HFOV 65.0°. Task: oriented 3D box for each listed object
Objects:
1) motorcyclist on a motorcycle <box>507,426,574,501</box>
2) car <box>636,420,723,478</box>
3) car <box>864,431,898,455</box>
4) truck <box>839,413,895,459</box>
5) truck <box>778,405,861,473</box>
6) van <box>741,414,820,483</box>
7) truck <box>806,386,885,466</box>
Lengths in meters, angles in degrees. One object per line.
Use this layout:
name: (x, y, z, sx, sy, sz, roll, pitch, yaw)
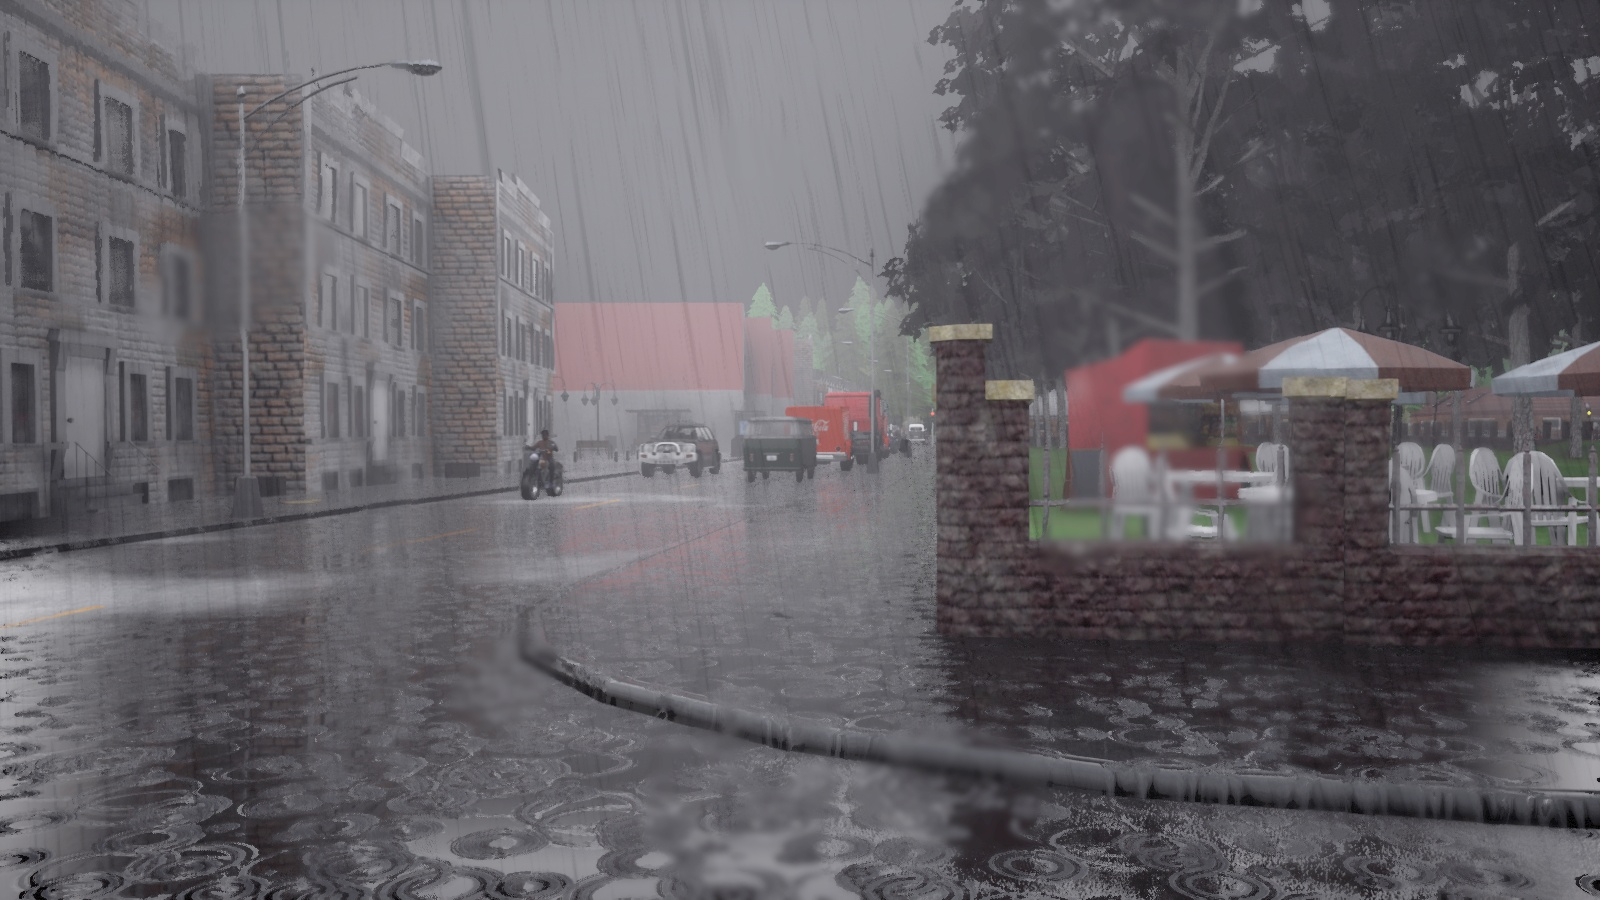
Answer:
motorcyclist on a motorcycle: (-5.949, 0.284, 28.911, 0.766, 1.649, 2.350, 0, 1, 8)
car: (-4.030, -0.073, 42.718, 1.932, 1.855, 4.605, 0, 1, 8)
car: (5.194, -0.452, 79.788, 1.812, 1.442, 4.674, 0, 1, 8)
truck: (3.762, -0.800, 69.570, 2.627, 2.467, 5.204, 0, 1, 8)
truck: (0.831, -0.455, 48.560, 2.627, 2.467, 5.204, 0, 1, 7)
van: (-0.537, -0.066, 38.787, 1.775, 1.987, 4.442, 0, 1, 8)
truck: (2.261, -1.122, 58.858, 2.891, 3.462, 7.936, 0, 1, 8)
